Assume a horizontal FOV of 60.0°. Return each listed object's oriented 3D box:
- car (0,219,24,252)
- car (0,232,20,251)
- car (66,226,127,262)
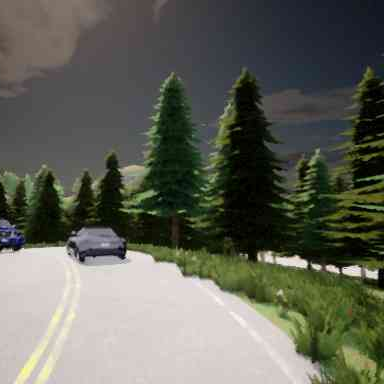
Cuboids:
[{"bbox_3d":[-12.024,2.589,19.920,2.150,2.045,5.566,5,-10,-45],"label":"car"},{"bbox_3d":[-16.317,4.131,27.265,4.181,1.385,1.994,-9,-8,31],"label":"car"},{"bbox_3d":[-4.355,2.216,14.907,1.994,1.385,4.181,2,-5,-27],"label":"car"}]
